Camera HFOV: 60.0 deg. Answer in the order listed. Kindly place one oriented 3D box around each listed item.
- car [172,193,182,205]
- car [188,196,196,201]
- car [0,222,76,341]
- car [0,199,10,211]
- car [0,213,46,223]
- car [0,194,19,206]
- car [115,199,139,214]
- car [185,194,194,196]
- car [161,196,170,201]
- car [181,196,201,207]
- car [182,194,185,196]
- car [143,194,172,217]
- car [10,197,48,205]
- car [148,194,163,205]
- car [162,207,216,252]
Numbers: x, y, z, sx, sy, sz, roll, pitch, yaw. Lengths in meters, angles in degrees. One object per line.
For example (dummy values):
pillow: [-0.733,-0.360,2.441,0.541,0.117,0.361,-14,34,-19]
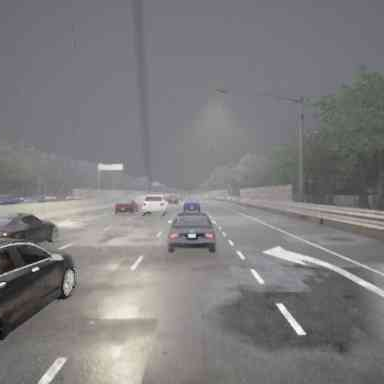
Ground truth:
car: [-3.510,1.487,62.399,2.097,1.767,4.553,0,0,0]
car: [-0.016,1.774,93.919,1.994,1.385,4.181,0,0,0]
car: [-3.499,1.516,5.539,1.837,1.490,4.892,0,0,0]
car: [-24.574,1.648,40.882,1.994,1.385,4.181,0,0,0]
car: [-7.000,1.550,13.201,1.812,1.442,4.674,0,0,0]
car: [-21.086,1.296,36.722,2.150,2.045,5.566,0,0,0]
car: [-7.005,1.550,36.153,1.882,1.535,5.008,0,0,0]
car: [-0.011,1.622,65.841,1.882,1.535,5.008,0,0,0]
car: [-7.016,1.750,89.713,2.033,1.411,5.357,0,0,0]
car: [-0.005,1.555,38.654,1.882,1.535,5.008,0,0,0]
car: [-3.516,1.565,89.649,2.097,1.767,4.553,0,0,0]
car: [-3.506,1.286,32.777,2.150,2.045,5.566,0,0,0]
car: [-17.587,1.552,36.785,1.882,1.535,5.008,0,0,0]
car: [-7.011,1.362,64.239,2.150,2.045,5.566,0,0,0]
car: [-0.003,1.572,13.999,2.033,1.411,5.357,0,0,0]
